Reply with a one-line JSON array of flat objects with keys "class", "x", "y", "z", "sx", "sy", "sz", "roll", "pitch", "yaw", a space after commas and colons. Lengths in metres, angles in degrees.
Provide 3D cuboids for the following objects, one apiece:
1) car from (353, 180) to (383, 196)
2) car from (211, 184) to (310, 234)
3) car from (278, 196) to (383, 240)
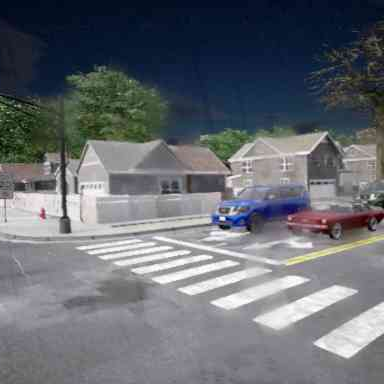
[{"class": "car", "x": 13.559, "y": 0.198, "z": 23.630, "sx": 5.566, "sy": 2.045, "sz": 2.150, "roll": -3, "pitch": 2, "yaw": -37}, {"class": "car", "x": 3.458, "y": 0.684, "z": 15.888, "sx": 5.566, "sy": 2.045, "sz": 2.150, "roll": -3, "pitch": 2, "yaw": -38}, {"class": "car", "x": 5.925, "y": 1.043, "z": 13.682, "sx": 4.718, "sy": 1.301, "sz": 1.895, "roll": -3, "pitch": 2, "yaw": -38}]
